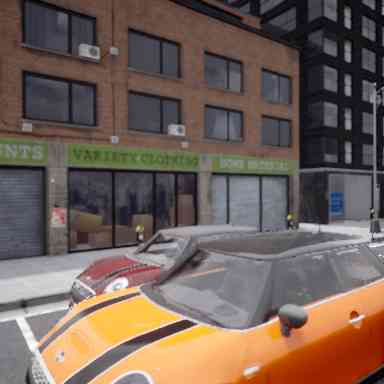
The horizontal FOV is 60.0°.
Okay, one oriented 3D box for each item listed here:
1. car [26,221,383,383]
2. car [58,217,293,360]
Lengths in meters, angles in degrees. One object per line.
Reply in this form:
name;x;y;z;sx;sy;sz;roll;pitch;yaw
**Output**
car;0.630;1.339;3.822;4.553;1.767;2.097;0;0;-35
car;-0.175;1.423;6.400;4.097;1.590;1.967;0;0;-35
